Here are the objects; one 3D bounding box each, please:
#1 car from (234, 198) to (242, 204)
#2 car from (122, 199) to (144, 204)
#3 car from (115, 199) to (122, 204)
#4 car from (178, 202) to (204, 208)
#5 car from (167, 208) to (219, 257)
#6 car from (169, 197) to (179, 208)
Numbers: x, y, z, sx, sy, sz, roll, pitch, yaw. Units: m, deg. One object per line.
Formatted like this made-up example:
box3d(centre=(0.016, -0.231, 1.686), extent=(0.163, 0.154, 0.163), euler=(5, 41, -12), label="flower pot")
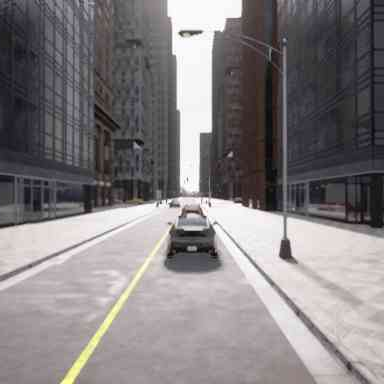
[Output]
box3d(centre=(11.904, 2.160, 78.361), extent=(4.097, 1.590, 1.967), euler=(0, -1, 0), label="car")
box3d(centre=(-15.006, 2.428, 87.050), extent=(4.829, 1.417, 1.752), euler=(0, -1, 0), label="car")
box3d(centre=(-20.608, 2.443, 87.085), extent=(4.829, 1.417, 1.752), euler=(0, -1, 0), label="car")
box3d(centre=(0.031, 1.772, 29.234), extent=(1.882, 1.535, 5.008), euler=(0, 0, 0), label="car")
box3d(centre=(0.022, 1.645, 13.521), extent=(1.837, 1.490, 4.892), euler=(0, 0, 0), label="car")
box3d(centre=(-3.051, 2.113, 59.509), extent=(1.812, 1.442, 4.674), euler=(0, 0, 0), label="car")
